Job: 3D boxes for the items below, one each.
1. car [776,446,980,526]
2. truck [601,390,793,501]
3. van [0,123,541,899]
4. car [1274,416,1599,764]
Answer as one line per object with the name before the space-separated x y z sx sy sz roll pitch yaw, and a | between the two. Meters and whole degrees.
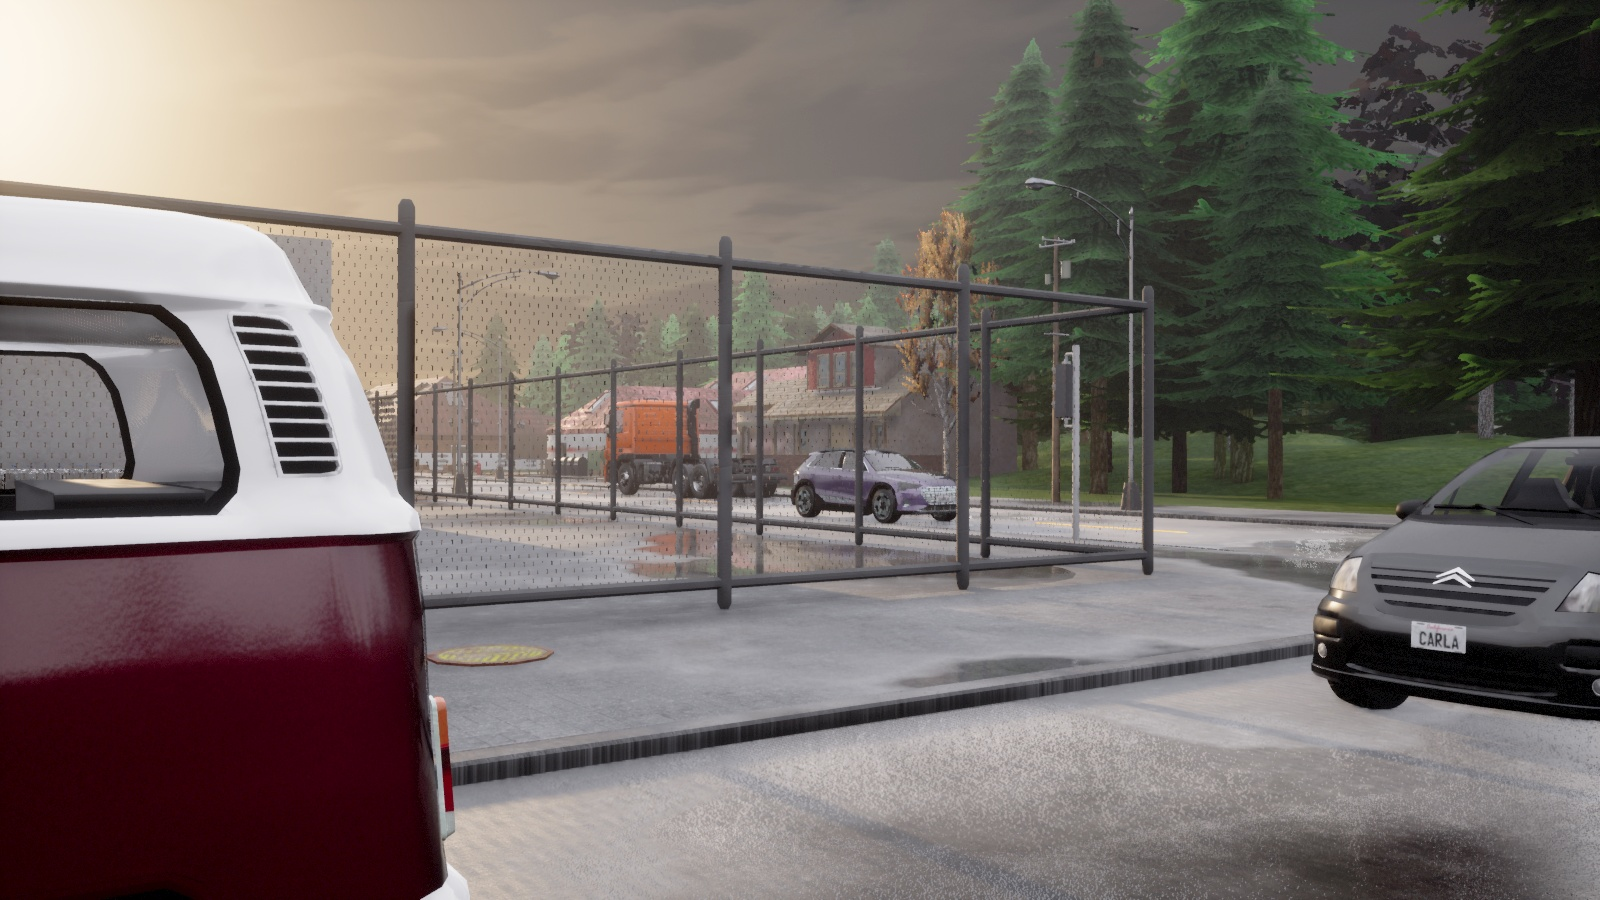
car | 1.655 0.741 28.422 2.033 1.649 4.856 0 0 -35
truck | -3.727 -0.123 43.236 2.891 3.462 7.936 0 0 -36
van | -2.974 0.480 2.203 4.480 2.038 2.069 0 0 -35
car | 4.842 0.651 7.619 3.988 1.617 1.851 0 0 -38
